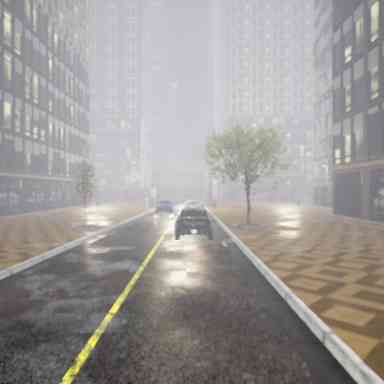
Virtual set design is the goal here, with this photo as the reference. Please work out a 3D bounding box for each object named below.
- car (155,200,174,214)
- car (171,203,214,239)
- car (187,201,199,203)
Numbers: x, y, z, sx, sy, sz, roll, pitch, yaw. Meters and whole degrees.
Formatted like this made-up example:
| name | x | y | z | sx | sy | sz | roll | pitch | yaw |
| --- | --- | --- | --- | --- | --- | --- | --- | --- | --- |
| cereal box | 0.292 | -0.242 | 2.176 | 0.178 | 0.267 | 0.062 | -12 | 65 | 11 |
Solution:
| name | x | y | z | sx | sy | sz | roll | pitch | yaw |
| --- | --- | --- | --- | --- | --- | --- | --- | --- | --- |
| car | -3.010 | 1.620 | 37.591 | 1.882 | 1.535 | 5.008 | 0 | 0 | 0 |
| car | 0.098 | 1.565 | 17.588 | 1.837 | 1.490 | 4.892 | 0 | 0 | 0 |
| car | 0.094 | 1.659 | 36.321 | 1.812 | 1.442 | 4.674 | 0 | 0 | 0 |
